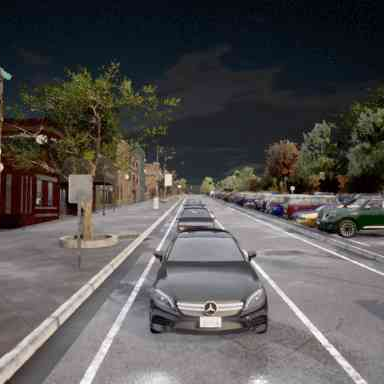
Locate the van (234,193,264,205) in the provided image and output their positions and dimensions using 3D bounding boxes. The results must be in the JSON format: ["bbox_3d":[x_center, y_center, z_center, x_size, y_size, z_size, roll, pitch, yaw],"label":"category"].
[{"bbox_3d":[9.126,1.088,53.554,4.442,1.987,1.878,0,1,0],"label":"van"}]

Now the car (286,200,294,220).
[{"bbox_3d":[9.238,1.506,22.711,4.674,1.452,2.002,0,0,0],"label":"car"}]

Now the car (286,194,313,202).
[{"bbox_3d":[21.990,1.188,68.038,4.892,1.521,2.231,0,1,0],"label":"car"}]

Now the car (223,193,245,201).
[{"bbox_3d":[8.856,1.039,70.373,4.553,1.767,2.185,0,1,0],"label":"car"}]

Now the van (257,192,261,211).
[{"bbox_3d":[9.270,1.222,33.926,4.442,1.987,1.878,0,0,0],"label":"van"}]

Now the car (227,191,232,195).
[{"bbox_3d":[9.000,1.139,59.161,4.553,1.767,2.185,0,1,0],"label":"car"}]

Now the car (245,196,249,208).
[{"bbox_3d":[9.110,1.466,39.537,4.674,1.452,2.002,0,0,0],"label":"car"}]

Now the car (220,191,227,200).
[{"bbox_3d":[8.899,0.963,64.765,5.566,2.045,2.435,0,1,0],"label":"car"}]

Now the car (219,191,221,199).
[{"bbox_3d":[8.879,0.938,67.569,5.566,2.045,2.435,0,1,0],"label":"car"}]

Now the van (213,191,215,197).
[{"bbox_3d":[8.627,0.764,89.993,4.442,1.987,1.878,0,1,0],"label":"van"}]

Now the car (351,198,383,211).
[{"bbox_3d":[22.216,1.452,40.281,4.792,1.488,2.163,0,0,0],"label":"car"}]

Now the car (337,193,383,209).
[{"bbox_3d":[22.138,1.153,43.054,5.566,2.045,2.435,0,0,0],"label":"car"}]

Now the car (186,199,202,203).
[{"bbox_3d":[0.212,1.441,30.372,2.128,1.511,4.902,0,0,0],"label":"car"}]

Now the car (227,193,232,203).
[{"bbox_3d":[8.983,1.290,56.359,4.892,1.521,2.231,0,1,0],"label":"car"}]

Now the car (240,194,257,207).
[{"bbox_3d":[9.098,1.409,42.340,4.892,1.521,2.231,0,0,0],"label":"car"}]

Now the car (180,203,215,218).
[{"bbox_3d":[0.190,1.532,17.475,2.033,1.411,5.357,0,0,0],"label":"car"}]

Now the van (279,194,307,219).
[{"bbox_3d":[9.332,1.237,25.515,4.442,1.987,1.878,0,0,0],"label":"van"}]

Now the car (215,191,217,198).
[{"bbox_3d":[8.799,1.064,81.586,5.008,1.535,2.097,0,1,0],"label":"car"}]

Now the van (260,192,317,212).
[{"bbox_3d":[9.057,1.230,31.123,4.442,1.987,1.878,0,0,0],"label":"van"}]

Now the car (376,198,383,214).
[{"bbox_3d":[22.412,1.444,34.728,5.366,1.575,1.946,0,0,0],"label":"car"}]

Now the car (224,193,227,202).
[{"bbox_3d":[8.946,1.279,61.965,4.674,1.452,2.002,0,1,0],"label":"car"}]

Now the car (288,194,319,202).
[{"bbox_3d":[21.819,1.209,65.260,5.366,1.575,1.946,0,0,0],"label":"car"}]

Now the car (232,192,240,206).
[{"bbox_3d":[9.023,1.113,47.946,5.566,2.045,2.435,0,1,0],"label":"car"}]

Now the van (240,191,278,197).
[{"bbox_3d":[9.188,1.163,45.147,4.442,1.987,1.878,0,0,0],"label":"van"}]

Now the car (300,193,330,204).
[{"bbox_3d":[22.076,1.135,59.711,4.553,1.767,2.185,0,1,0],"label":"car"}]

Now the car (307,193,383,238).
[{"bbox_3d":[9.248,1.221,17.104,5.566,2.045,2.435,0,0,0],"label":"car"}]

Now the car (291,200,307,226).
[{"bbox_3d":[9.070,1.466,19.907,5.366,1.575,1.946,0,0,0],"label":"car"}]

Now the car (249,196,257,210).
[{"bbox_3d":[9.162,1.470,36.729,4.792,1.488,2.163,0,0,0],"label":"car"}]

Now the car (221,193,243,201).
[{"bbox_3d":[8.835,1.014,73.176,4.553,1.767,2.185,0,1,0],"label":"car"}]

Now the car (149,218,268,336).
[{"bbox_3d":[0.251,1.524,6.897,1.812,1.442,4.674,0,0,0],"label":"car"}]

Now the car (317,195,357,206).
[{"bbox_3d":[22.292,1.332,51.385,5.366,1.575,1.946,0,1,0],"label":"car"}]

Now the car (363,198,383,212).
[{"bbox_3d":[22.178,1.468,37.498,4.792,1.488,2.163,0,0,0],"label":"car"}]

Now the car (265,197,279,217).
[{"bbox_3d":[9.189,1.460,28.317,5.008,1.535,2.097,0,0,0],"label":"car"}]

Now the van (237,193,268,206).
[{"bbox_3d":[9.147,1.113,50.751,4.442,1.987,1.878,0,1,0],"label":"van"}]
